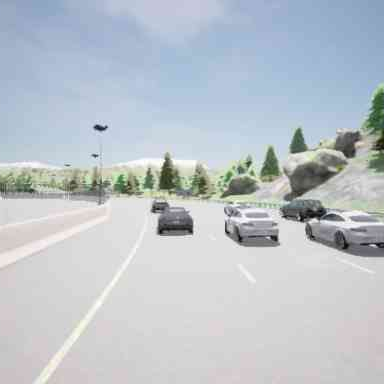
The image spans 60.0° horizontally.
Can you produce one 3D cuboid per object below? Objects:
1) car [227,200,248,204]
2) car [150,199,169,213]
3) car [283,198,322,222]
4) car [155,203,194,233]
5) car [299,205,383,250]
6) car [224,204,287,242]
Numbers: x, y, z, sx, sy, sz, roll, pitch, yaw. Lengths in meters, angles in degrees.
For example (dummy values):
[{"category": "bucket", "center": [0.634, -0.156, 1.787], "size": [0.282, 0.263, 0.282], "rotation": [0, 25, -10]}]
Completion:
[{"category": "car", "center": [4.390, 1.509, 32.085], "size": [1.812, 1.442, 4.674], "rotation": [0, 0, -9]}, {"category": "car", "center": [-3.617, 1.488, 37.294], "size": [2.128, 1.511, 4.902], "rotation": [0, 0, -11]}, {"category": "car", "center": [8.730, 1.328, 26.420], "size": [2.097, 1.767, 4.553], "rotation": [0, 0, -7]}, {"category": "car", "center": [-1.039, 1.561, 19.665], "size": [1.994, 1.385, 4.181], "rotation": [0, 0, -6]}, {"category": "car", "center": [6.478, 1.510, 14.095], "size": [1.812, 1.442, 4.674], "rotation": [0, 0, -4]}, {"category": "car", "center": [2.799, 1.516, 16.220], "size": [1.812, 1.442, 4.674], "rotation": [0, 0, -5]}]
